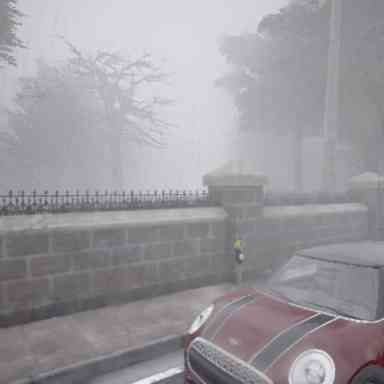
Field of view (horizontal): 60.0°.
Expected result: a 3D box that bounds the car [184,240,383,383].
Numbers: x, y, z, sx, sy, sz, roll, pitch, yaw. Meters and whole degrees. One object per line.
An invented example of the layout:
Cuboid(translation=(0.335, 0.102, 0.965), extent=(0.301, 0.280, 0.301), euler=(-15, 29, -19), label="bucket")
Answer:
Cuboid(translation=(1.879, 1.443, 4.153), extent=(4.097, 1.590, 1.967), euler=(0, 0, -35), label="car")
